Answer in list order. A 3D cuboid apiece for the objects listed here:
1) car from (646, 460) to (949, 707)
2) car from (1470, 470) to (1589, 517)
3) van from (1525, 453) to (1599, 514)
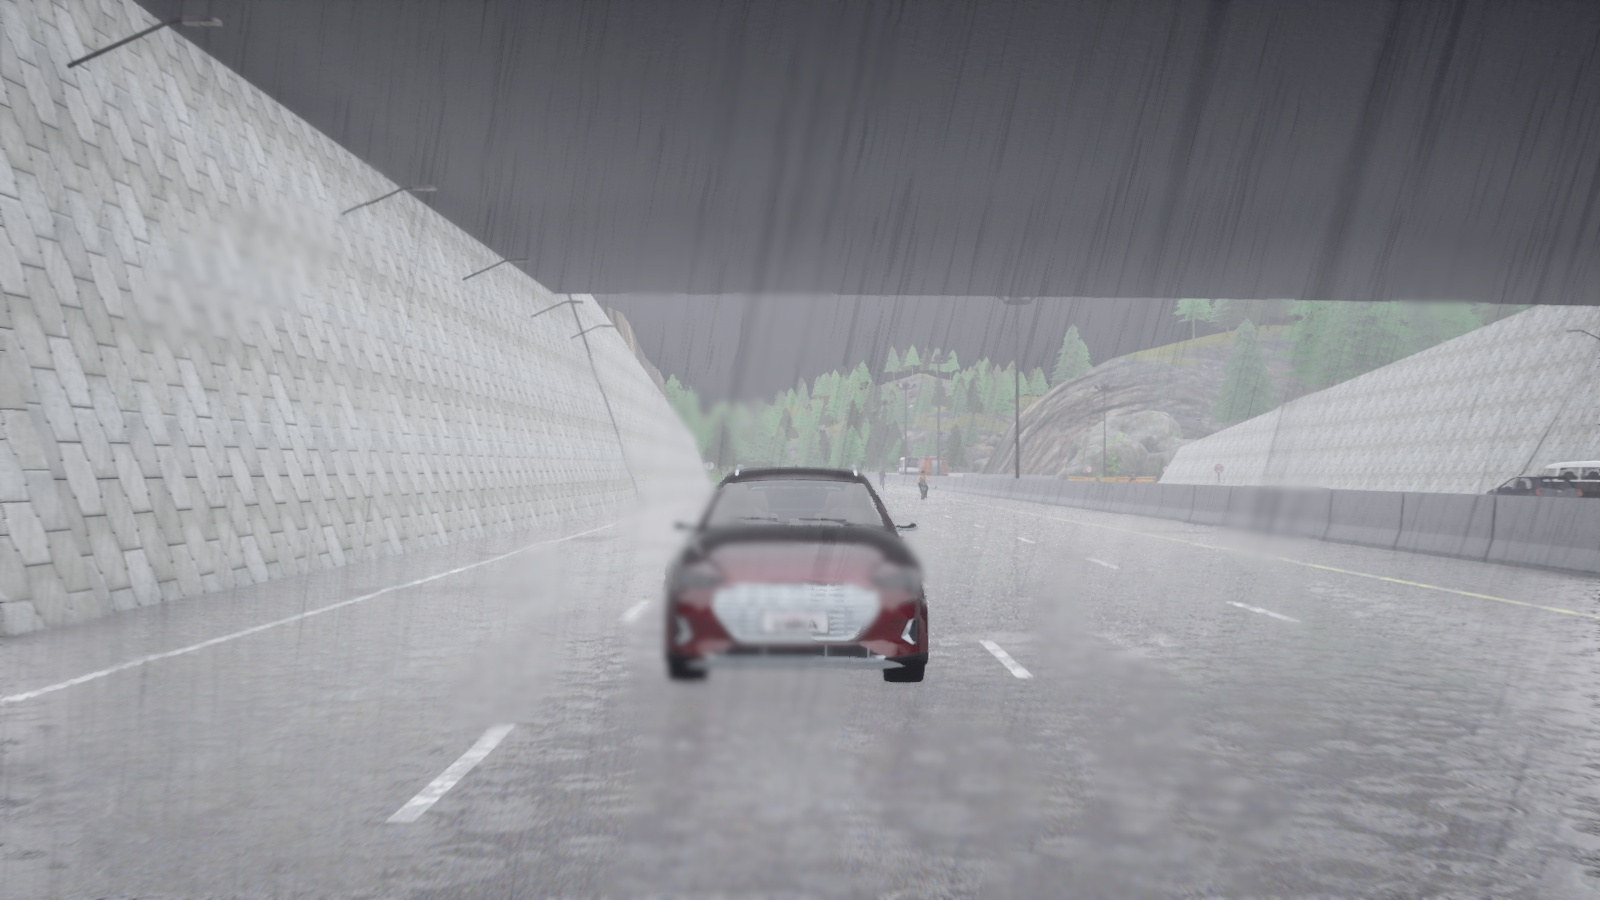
[{"bbox_3d":[-0.028,0.926,10.879,2.033,1.649,4.856,0,-1,0],"label":"car"},{"bbox_3d":[24.388,1.436,42.131,1.845,1.501,3.633,0,-1,0],"label":"car"},{"bbox_3d":[27.880,1.167,44.250,2.069,2.038,4.480,0,-1,0],"label":"van"}]
